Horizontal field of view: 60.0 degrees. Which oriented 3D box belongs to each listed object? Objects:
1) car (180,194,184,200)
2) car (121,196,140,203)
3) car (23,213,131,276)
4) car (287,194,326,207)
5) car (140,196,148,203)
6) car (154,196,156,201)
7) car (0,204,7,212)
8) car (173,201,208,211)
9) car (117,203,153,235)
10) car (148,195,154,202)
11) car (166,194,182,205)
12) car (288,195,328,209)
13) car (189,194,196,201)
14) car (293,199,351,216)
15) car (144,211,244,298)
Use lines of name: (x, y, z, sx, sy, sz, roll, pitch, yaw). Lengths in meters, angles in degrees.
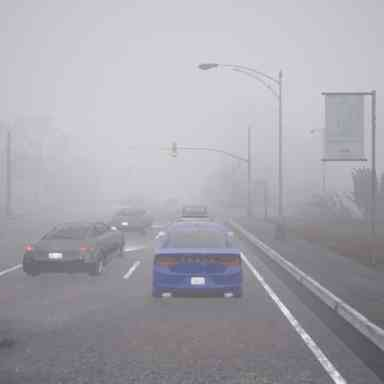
car: (-3.317, 1.348, 95.093, 2.097, 1.767, 4.553, 0, 0, 0)
car: (-10.479, 1.487, 55.398, 2.128, 1.511, 4.902, 0, 0, 0)
car: (-3.390, 1.563, 10.343, 1.994, 1.385, 4.181, 0, 0, 1)
car: (14.802, 1.218, 41.741, 5.566, 2.045, 2.150, 0, 0, 2)
car: (-10.401, 1.559, 64.749, 1.994, 1.385, 4.181, 0, 0, 2)
car: (-10.338, 1.543, 84.379, 1.994, 1.385, 4.181, 0, 0, 0)
car: (-22.897, 1.523, 36.711, 4.674, 1.442, 1.812, 0, 0, 3)
car: (0.134, 1.490, 18.067, 2.128, 1.511, 4.902, 0, 0, 0)
car: (-3.365, 1.563, 18.726, 1.994, 1.385, 4.181, 0, 0, 0)
car: (-10.357, 1.518, 74.353, 1.812, 1.442, 4.674, 0, 0, 0)
car: (-3.314, 1.559, 57.054, 1.994, 1.385, 4.181, 0, 0, 0)
car: (14.088, 1.475, 38.256, 5.008, 1.535, 1.882, 0, 0, 3)
car: (0.165, 1.526, 85.533, 2.033, 1.411, 5.357, 0, 0, 0)
car: (12.312, 1.598, 31.147, 4.718, 1.301, 1.895, 0, 0, 3)
car: (0.116, 1.477, 8.567, 1.882, 1.535, 5.008, 0, 0, 0)
